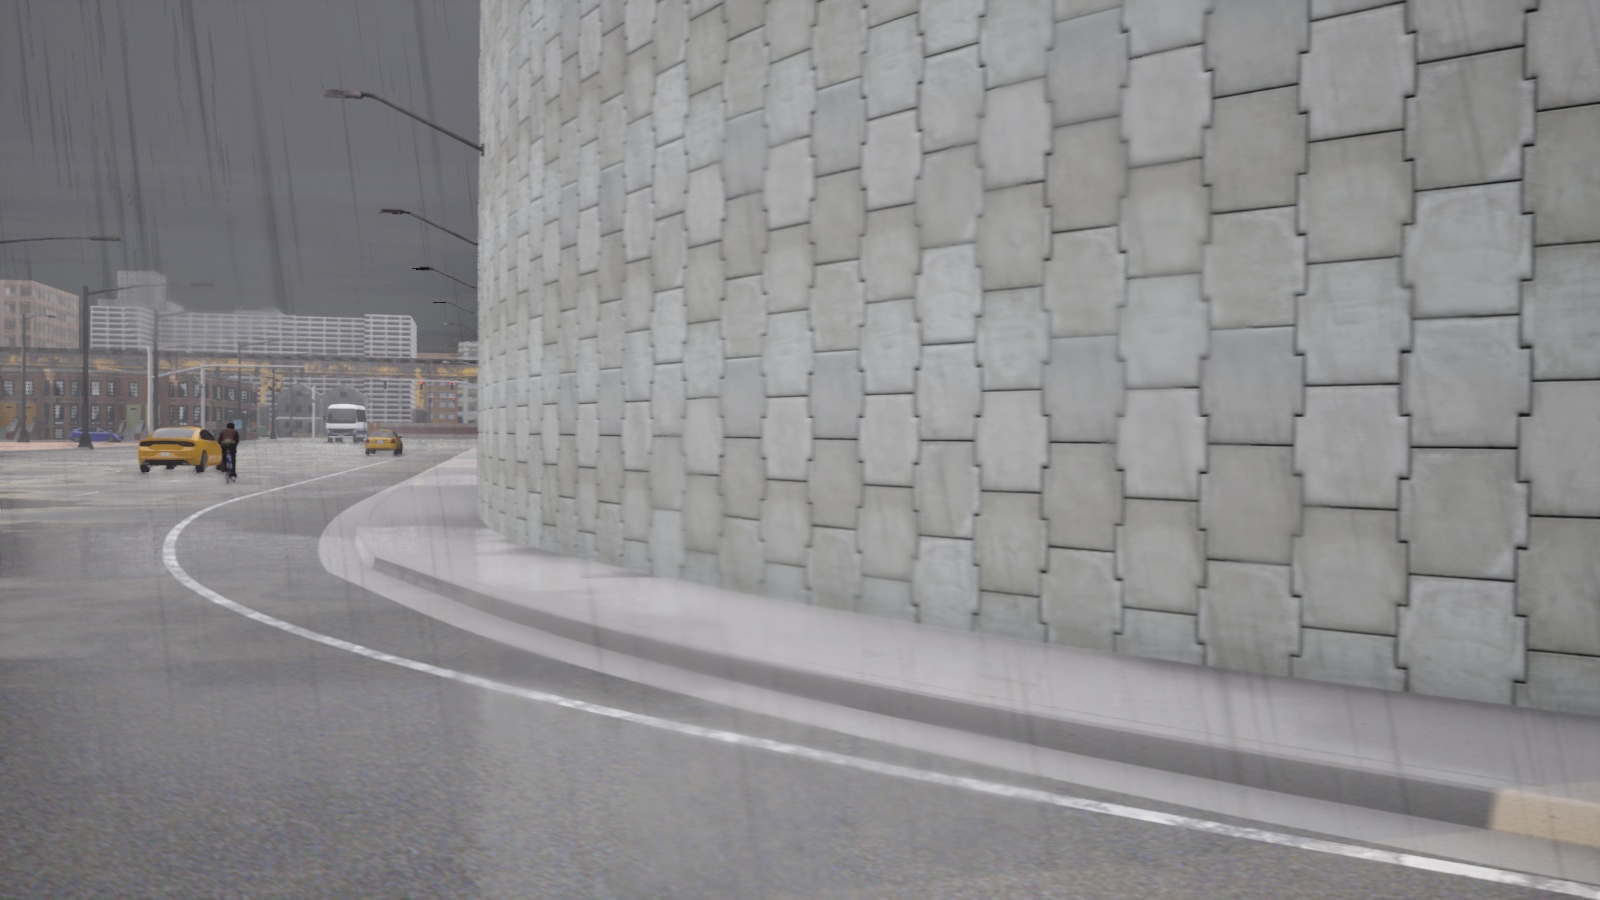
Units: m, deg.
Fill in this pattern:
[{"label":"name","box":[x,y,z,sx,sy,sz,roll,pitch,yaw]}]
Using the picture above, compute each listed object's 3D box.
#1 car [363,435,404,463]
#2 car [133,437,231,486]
[{"label":"car","box":[-24.659,-0.108,74.507,1.801,1.575,5.366,-1,1,-13]},{"label":"car","box":[-20.833,0.325,42.542,1.882,1.535,5.008,-1,1,-13]}]
